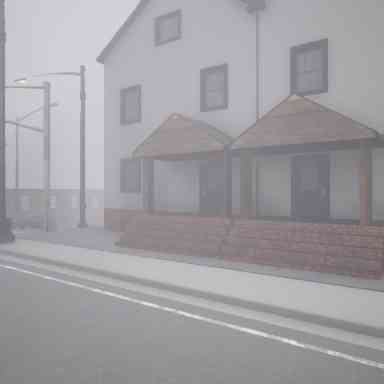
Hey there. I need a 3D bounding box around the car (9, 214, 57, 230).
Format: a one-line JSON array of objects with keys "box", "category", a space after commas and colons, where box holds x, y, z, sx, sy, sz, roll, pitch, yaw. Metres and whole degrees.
[{"box": [-14.074, 2.655, 29.325, 1.994, 1.385, 4.181, 0, -9, 36], "category": "car"}]

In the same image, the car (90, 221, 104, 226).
[{"box": [-8.973, 3.820, 36.415, 2.097, 1.767, 4.553, 0, -12, 35], "category": "car"}]
